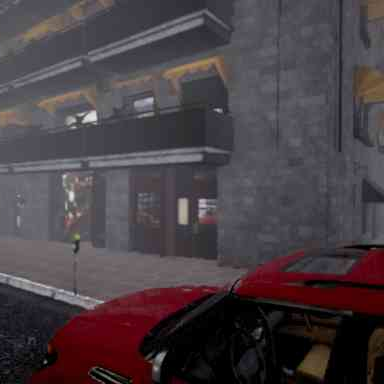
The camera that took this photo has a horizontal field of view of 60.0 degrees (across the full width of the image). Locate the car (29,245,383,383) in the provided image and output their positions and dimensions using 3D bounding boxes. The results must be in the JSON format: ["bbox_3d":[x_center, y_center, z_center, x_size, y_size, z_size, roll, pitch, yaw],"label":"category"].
[{"bbox_3d":[1.051,1.317,2.109,5.009,1.841,2.192,-1,0,36],"label":"car"}]
